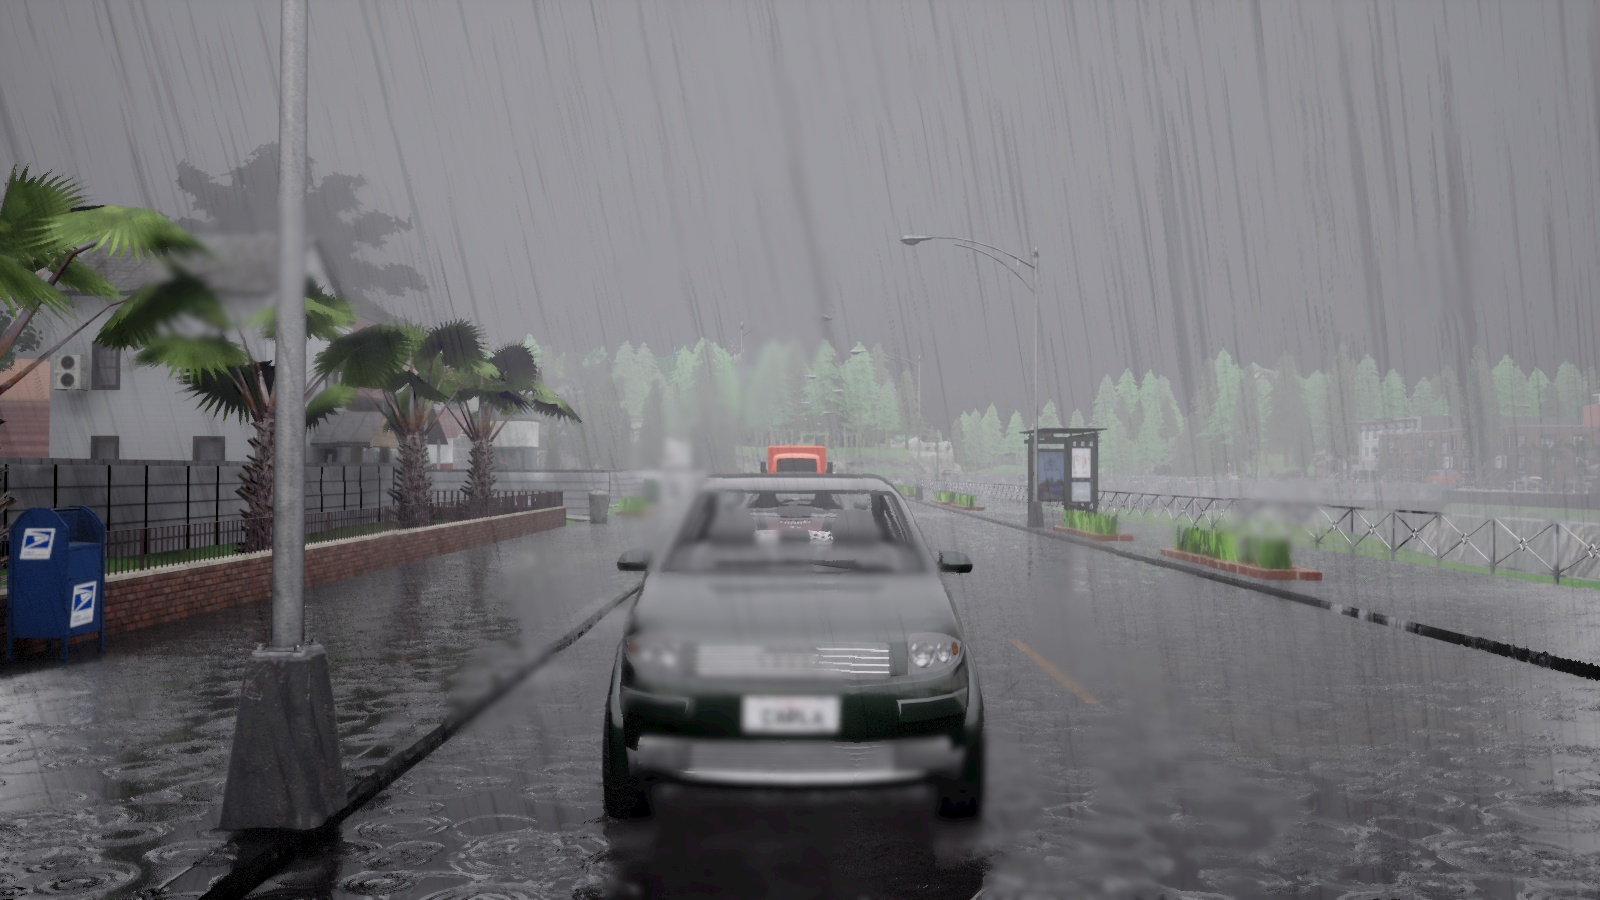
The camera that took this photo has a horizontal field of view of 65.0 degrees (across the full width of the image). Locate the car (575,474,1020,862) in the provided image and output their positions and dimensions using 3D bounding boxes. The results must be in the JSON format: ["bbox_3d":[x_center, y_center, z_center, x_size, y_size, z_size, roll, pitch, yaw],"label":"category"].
[{"bbox_3d":[-0.019,0.909,6.911,1.789,1.549,3.705,0,-1,0],"label":"car"}]

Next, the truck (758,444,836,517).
[{"bbox_3d":[-0.117,1.086,45.222,2.627,2.467,5.204,0,-1,0],"label":"truck"}]
